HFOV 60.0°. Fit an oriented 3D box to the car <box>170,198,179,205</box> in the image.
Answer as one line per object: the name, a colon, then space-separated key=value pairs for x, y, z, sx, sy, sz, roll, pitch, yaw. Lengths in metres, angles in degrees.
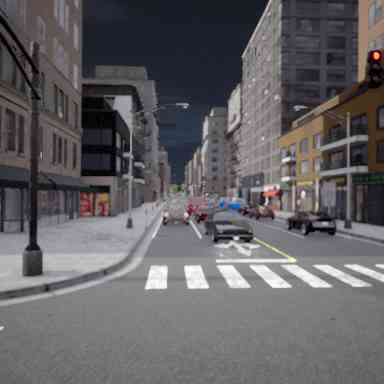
car: x=-3.901 y=2.173 z=74.711 sx=1.887 sy=1.381 sz=4.507 roll=0 pitch=-1 yaw=-3

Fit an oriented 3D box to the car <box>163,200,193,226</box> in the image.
car: x=-1.198 y=1.632 z=25.191 sx=1.967 sy=1.590 sz=4.097 roll=0 pitch=0 yaw=-3

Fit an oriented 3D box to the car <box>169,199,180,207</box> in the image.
car: x=-3.300 y=2.078 z=63.706 sx=2.008 sy=1.369 sz=4.403 roll=0 pitch=-1 yaw=-3

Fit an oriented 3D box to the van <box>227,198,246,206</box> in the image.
van: x=5.915 y=1.735 z=42.135 sx=1.690 sy=1.788 sz=3.998 roll=0 pitch=-1 yaw=-3

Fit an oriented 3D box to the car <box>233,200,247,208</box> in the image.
car: x=6.213 y=1.913 z=36.631 sx=1.947 sy=1.339 sz=4.313 roll=0 pitch=-1 yaw=-3

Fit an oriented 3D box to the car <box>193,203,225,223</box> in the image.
car: x=1.217 y=1.831 z=27.466 sx=1.895 sy=1.301 sz=4.718 roll=0 pitch=0 yaw=-3

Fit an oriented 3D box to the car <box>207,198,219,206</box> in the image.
car: x=4.413 y=2.083 z=69.646 sx=1.967 sy=1.590 sz=4.097 roll=0 pitch=-1 yaw=-3

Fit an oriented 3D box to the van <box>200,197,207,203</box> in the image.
van: x=3.214 y=2.185 z=91.658 sx=1.690 sy=1.788 sz=3.998 roll=0 pitch=-1 yaw=-3

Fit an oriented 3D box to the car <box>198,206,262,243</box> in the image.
car: x=1.747 y=1.698 z=17.440 sx=2.033 sy=1.411 sz=5.357 roll=0 pitch=0 yaw=-5

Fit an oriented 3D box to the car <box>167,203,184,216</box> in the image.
car: x=-1.799 y=1.864 z=36.194 sx=1.802 sy=1.307 sz=4.206 roll=0 pitch=-1 yaw=-3

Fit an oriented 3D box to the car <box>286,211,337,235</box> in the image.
car: x=7.114 y=1.779 z=20.123 sx=1.947 sy=1.339 sz=4.313 roll=0 pitch=0 yaw=-3

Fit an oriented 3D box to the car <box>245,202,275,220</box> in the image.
car: x=6.514 y=1.883 z=31.129 sx=1.802 sy=1.307 sz=4.206 roll=0 pitch=-1 yaw=-3

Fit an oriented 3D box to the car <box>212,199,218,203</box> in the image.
car: x=2.882 y=2.055 z=51.171 sx=1.895 sy=1.301 sz=4.718 roll=0 pitch=-1 yaw=-3

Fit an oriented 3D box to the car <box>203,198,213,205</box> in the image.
car: x=3.813 y=2.184 z=80.652 sx=1.967 sy=1.590 sz=4.097 roll=0 pitch=-1 yaw=-3

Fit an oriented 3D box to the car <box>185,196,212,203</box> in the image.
car: x=0.672 y=1.539 z=38.007 sx=2.150 sy=2.045 sz=5.566 roll=0 pitch=-1 yaw=-3

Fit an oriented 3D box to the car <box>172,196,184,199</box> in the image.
car: x=-2.699 y=1.867 z=52.702 sx=1.967 sy=1.590 sz=4.097 roll=0 pitch=-1 yaw=-3

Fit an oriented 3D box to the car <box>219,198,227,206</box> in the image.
car: x=5.613 y=1.993 z=47.636 sx=2.008 sy=1.369 sz=4.403 roll=0 pitch=-1 yaw=-3

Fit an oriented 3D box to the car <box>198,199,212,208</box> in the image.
car: x=2.330 y=2.038 z=61.258 sx=2.128 sy=1.511 sz=4.902 roll=0 pitch=-1 yaw=-3
